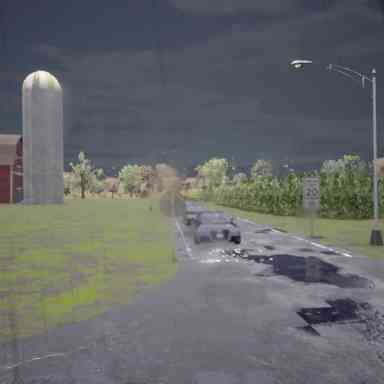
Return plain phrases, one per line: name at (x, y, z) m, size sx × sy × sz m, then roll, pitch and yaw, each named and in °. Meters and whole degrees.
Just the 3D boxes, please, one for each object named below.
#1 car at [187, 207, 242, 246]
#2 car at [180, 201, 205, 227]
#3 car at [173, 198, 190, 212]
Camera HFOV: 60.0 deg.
car at (1.008, 1.629, 15.684) m, size 1.994 × 1.385 × 4.181 m, roll -1°, pitch 0°, yaw -4°
car at (0.306, 1.640, 24.204) m, size 2.033 × 1.411 × 5.357 m, roll -1°, pitch 0°, yaw -5°
car at (-1.424, 1.634, 42.605) m, size 1.882 × 1.535 × 5.008 m, roll -1°, pitch 0°, yaw -6°
